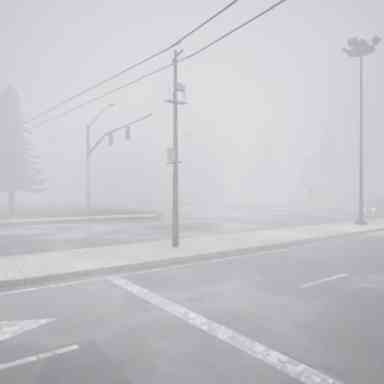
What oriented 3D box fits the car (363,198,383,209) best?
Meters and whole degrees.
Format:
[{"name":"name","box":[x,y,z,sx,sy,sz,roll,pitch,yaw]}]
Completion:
[{"name":"car","box":[25.760,1.560,46.463,4.181,1.385,1.994,0,0,-35]}]
